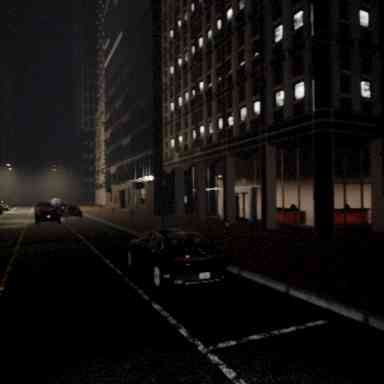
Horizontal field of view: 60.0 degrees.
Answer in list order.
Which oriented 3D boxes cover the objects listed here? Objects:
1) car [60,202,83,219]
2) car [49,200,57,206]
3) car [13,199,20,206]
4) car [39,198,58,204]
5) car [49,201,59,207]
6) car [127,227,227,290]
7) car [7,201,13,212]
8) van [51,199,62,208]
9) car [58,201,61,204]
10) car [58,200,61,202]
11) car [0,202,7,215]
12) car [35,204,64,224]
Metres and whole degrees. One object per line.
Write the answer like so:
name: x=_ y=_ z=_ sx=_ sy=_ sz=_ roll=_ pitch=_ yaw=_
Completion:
car: x=-12.689 y=2.039 z=35.365 sx=1.752 sy=1.417 sz=4.829 roll=0 pitch=-1 yaw=-25
car: x=-33.507 y=2.650 z=80.139 sx=1.752 sy=1.417 sz=4.829 roll=0 pitch=-1 yaw=-25
car: x=-43.279 y=2.750 z=81.280 sx=1.887 sy=1.381 sz=4.507 roll=0 pitch=-1 yaw=-25
car: x=-17.378 y=1.944 z=39.261 sx=2.097 sy=1.767 sz=4.553 roll=0 pitch=-1 yaw=-25
car: x=-31.195 y=2.643 z=75.167 sx=1.802 sy=1.307 sz=4.206 roll=0 pitch=-1 yaw=-25
car: x=-0.635 y=1.670 z=9.437 sx=2.008 sy=1.369 sz=4.403 roll=0 pitch=-1 yaw=-25
car: x=-29.810 y=2.263 z=52.311 sx=1.967 sy=1.590 sz=4.097 roll=0 pitch=-1 yaw=-25
van: x=-26.714 y=2.274 z=65.533 sx=1.690 sy=1.788 sz=3.998 roll=0 pitch=-1 yaw=-25
car: x=-15.015 y=2.151 z=40.366 sx=1.947 sy=1.339 sz=4.313 roll=0 pitch=-1 yaw=-25
car: x=-19.808 y=2.313 z=50.675 sx=1.802 sy=1.307 sz=4.206 roll=0 pitch=-1 yaw=-25
car: x=-25.015 y=2.121 z=41.999 sx=1.967 sy=1.590 sz=4.097 roll=0 pitch=-1 yaw=-25
car: x=-12.643 y=2.008 z=29.118 sx=1.994 sy=1.385 sz=4.181 roll=0 pitch=-1 yaw=-26
